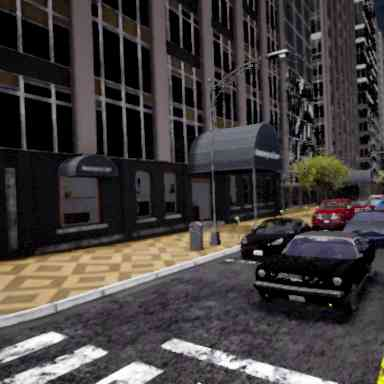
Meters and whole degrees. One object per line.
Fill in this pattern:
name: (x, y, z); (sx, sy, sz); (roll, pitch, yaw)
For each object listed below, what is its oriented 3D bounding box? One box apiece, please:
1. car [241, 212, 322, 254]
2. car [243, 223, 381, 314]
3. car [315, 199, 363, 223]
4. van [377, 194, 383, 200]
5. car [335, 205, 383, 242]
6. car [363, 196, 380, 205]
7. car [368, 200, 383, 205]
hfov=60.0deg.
car: (3.538, 1.736, 13.408); (1.947, 1.339, 4.313); (-3, -2, 35)
car: (3.229, 1.705, 8.155); (1.895, 1.301, 4.718); (-2, -1, 34)
car: (9.444, 1.424, 21.896); (2.192, 1.841, 5.009); (-3, -2, 35)
van: (22.562, 1.312, 40.626); (1.690, 1.788, 3.998); (-3, -2, 35)
car: (8.753, 1.595, 16.140); (2.033, 1.411, 5.357); (-2, -1, 35)
car: (15.833, 1.481, 30.937); (1.967, 1.590, 4.097); (-3, -2, 35)
car: (14.792, 1.533, 24.837); (2.033, 1.411, 5.357); (-2, -1, 35)
